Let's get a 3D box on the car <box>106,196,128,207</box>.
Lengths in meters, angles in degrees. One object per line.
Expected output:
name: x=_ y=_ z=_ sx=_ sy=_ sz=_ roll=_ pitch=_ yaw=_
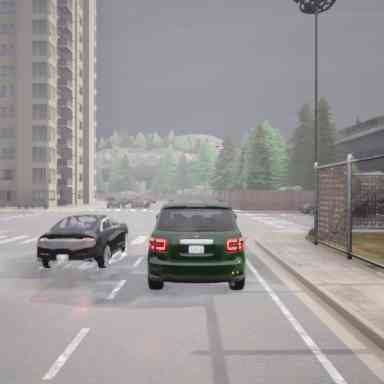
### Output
car: x=-10.505 y=1.505 z=46.189 sx=1.837 sy=1.490 sz=4.892 roll=0 pitch=0 yaw=0

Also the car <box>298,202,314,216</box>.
car: x=13.020 y=1.407 z=33.236 sx=4.553 sy=1.767 sz=2.097 roll=0 pitch=0 yaw=0

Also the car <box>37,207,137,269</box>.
car: x=-3.389 y=1.493 z=11.164 sx=2.128 sy=1.511 sz=4.902 roll=0 pitch=0 yaw=0

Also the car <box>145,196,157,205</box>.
car: x=-7.535 y=1.547 z=60.872 sx=2.033 sy=1.411 sz=5.357 roll=0 pitch=0 yaw=-9

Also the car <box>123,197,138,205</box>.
car: x=-10.759 y=1.547 z=58.523 sx=2.033 sy=1.411 sz=5.357 roll=0 pitch=0 yaw=-5

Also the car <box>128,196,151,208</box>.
car: x=-7.009 y=1.352 z=45.805 sx=2.097 sy=1.767 sz=4.553 roll=0 pitch=0 yaw=0

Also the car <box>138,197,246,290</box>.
car: x=0.122 y=1.221 z=9.214 sx=2.150 sy=2.045 sz=5.566 roll=0 pitch=0 yaw=1

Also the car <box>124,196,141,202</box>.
car: x=-13.423 y=1.592 z=74.699 sx=1.895 sy=1.301 sz=4.718 roll=0 pitch=0 yaw=-37

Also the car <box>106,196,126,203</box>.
car: x=-16.865 y=1.532 z=73.385 sx=2.033 sy=1.411 sz=5.357 roll=0 pitch=0 yaw=-42
